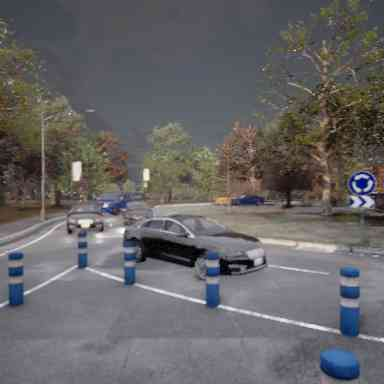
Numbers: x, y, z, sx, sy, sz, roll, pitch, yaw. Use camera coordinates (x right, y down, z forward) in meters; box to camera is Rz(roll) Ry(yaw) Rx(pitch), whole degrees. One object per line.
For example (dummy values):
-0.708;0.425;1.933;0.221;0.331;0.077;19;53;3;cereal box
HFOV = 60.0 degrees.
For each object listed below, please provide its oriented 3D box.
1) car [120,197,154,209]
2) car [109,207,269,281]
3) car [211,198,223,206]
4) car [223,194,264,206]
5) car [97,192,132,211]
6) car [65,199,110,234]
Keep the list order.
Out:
-3.657;1.351;22.281;1.837;1.490;4.892;-2;1;-11;car
-0.116;1.432;9.854;4.902;1.511;2.128;0;1;44;car
5.047;1.042;46.296;5.008;1.535;1.882;0;0;-24;car
7.052;1.053;43.687;5.008;1.535;1.882;0;0;-21;car
-7.059;1.017;29.975;2.150;2.045;5.566;0;1;11;car
-5.993;1.385;18.824;2.128;1.511;4.902;-1;1;-17;car
